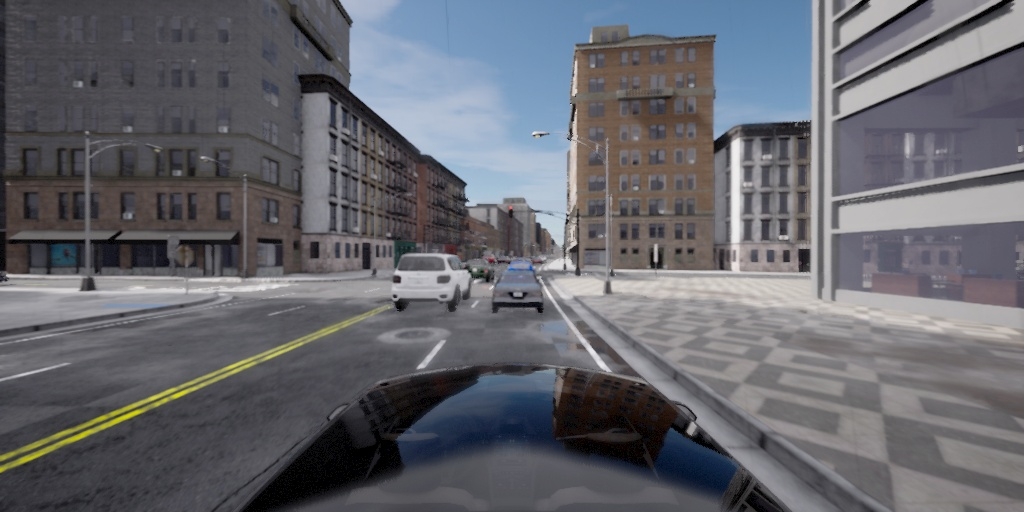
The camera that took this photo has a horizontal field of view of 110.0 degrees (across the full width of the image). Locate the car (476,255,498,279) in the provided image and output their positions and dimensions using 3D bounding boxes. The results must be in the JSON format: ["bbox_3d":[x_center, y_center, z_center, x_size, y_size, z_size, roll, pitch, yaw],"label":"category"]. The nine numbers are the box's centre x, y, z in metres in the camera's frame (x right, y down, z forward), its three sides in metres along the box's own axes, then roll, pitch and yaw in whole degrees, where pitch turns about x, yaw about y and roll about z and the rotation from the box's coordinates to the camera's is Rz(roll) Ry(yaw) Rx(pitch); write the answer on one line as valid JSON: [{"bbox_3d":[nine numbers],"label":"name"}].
[{"bbox_3d":[-2.509,1.000,27.168,2.097,1.767,4.553,0,0,3],"label":"car"}]

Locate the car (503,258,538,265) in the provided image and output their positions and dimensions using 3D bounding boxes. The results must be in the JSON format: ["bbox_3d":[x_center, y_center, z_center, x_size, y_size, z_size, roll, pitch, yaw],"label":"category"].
[{"bbox_3d":[0.646,1.138,25.180,1.882,1.535,5.008,0,0,3],"label":"car"}]

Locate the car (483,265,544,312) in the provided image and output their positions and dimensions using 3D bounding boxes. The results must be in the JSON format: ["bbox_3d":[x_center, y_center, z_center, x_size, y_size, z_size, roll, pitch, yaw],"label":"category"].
[{"bbox_3d":[0.228,1.251,13.879,2.033,1.411,5.357,0,0,1],"label":"car"}]

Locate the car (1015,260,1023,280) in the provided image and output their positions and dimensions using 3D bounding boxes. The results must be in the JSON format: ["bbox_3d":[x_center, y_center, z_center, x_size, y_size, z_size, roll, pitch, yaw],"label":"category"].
[{"bbox_3d":[45.322,1.412,31.526,5.566,2.045,2.150,1,0,8],"label":"car"}]

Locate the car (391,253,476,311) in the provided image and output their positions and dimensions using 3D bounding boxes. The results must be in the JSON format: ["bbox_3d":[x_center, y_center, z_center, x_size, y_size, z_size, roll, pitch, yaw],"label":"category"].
[{"bbox_3d":[-2.981,0.919,14.351,2.150,2.045,5.566,0,0,1],"label":"car"}]

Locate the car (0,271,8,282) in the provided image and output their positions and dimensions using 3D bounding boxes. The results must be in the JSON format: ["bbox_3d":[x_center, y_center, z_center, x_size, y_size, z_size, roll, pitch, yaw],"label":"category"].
[{"bbox_3d":[-31.111,0.942,19.444,5.357,1.411,2.033,1,0,-1],"label":"car"}]
